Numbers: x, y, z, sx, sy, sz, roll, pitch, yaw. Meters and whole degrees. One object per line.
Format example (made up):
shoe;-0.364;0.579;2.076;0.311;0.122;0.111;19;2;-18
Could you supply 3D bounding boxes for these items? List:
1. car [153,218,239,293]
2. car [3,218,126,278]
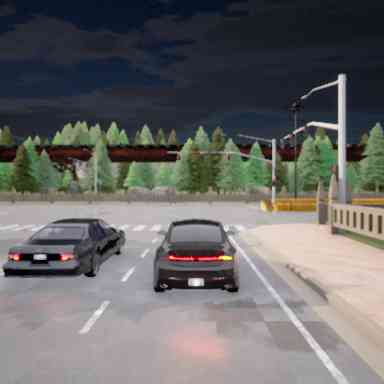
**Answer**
car;0.110;1.458;8.754;1.837;1.490;4.892;0;0;1
car;-3.375;1.495;9.948;2.033;1.411;5.357;0;0;0
